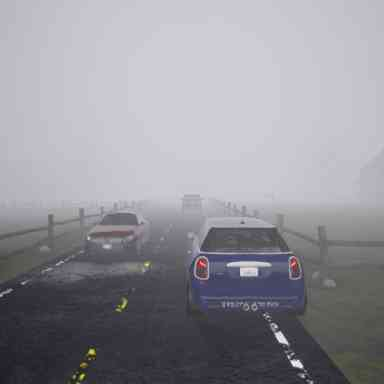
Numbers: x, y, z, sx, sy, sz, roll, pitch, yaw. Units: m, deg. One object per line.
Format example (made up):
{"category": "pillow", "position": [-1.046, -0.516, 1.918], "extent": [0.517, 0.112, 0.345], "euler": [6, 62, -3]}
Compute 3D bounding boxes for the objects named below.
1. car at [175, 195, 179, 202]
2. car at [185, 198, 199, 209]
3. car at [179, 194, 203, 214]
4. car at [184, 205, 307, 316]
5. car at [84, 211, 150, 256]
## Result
{"category": "car", "position": [-2.891, 1.527, 77.025], "extent": [2.128, 1.511, 4.902], "euler": [0, 0, 0]}
{"category": "car", "position": [-0.035, 1.533, 46.349], "extent": [1.812, 1.442, 4.674], "euler": [0, 0, 0]}
{"category": "car", "position": [0.006, 1.223, 35.704], "extent": [2.150, 2.045, 5.566], "euler": [0, 0, 0]}
{"category": "car", "position": [0.948, 1.349, 7.669], "extent": [2.097, 1.767, 4.553], "euler": [0, 0, 0]}
{"category": "car", "position": [-2.775, 1.522, 13.202], "extent": [1.812, 1.442, 4.674], "euler": [0, 0, 0]}
